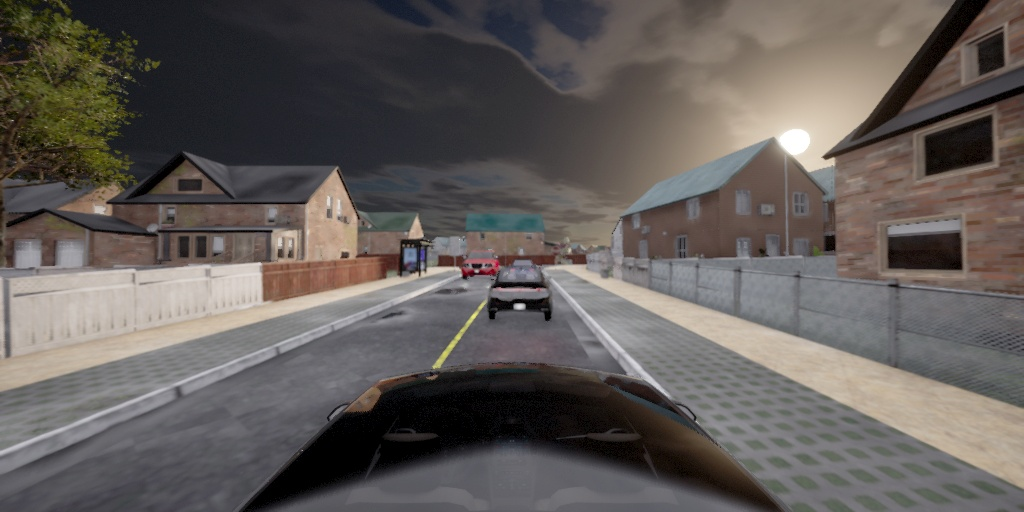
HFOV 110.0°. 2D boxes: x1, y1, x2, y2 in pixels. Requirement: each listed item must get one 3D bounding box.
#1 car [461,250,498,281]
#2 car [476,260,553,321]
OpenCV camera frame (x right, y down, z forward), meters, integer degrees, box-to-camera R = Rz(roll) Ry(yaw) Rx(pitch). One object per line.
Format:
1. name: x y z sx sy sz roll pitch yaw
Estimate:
1. car: -2.115 0.566 25.380 2.150 2.045 5.566 0 1 2
2. car: 0.290 1.063 11.691 2.128 1.511 4.902 0 1 2
